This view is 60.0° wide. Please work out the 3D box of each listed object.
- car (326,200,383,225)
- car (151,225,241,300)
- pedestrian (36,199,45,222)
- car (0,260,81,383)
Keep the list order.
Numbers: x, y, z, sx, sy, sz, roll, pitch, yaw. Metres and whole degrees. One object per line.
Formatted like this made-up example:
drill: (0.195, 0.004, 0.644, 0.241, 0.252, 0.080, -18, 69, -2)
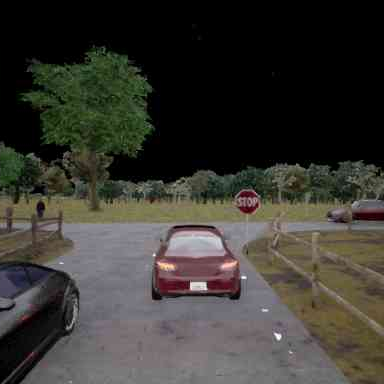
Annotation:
car: (11.939, 1.359, 23.586, 4.553, 1.767, 2.097, 0, -1, -2)
car: (0.038, 1.538, 8.297, 1.812, 1.442, 4.674, 0, 0, -2)
pedestrian: (-12.155, 1.433, 26.719, 0.375, 1.860, 0.375, 0, -1, 0)
car: (-2.850, 1.568, 3.892, 1.994, 1.385, 4.181, 0, 0, 0)
